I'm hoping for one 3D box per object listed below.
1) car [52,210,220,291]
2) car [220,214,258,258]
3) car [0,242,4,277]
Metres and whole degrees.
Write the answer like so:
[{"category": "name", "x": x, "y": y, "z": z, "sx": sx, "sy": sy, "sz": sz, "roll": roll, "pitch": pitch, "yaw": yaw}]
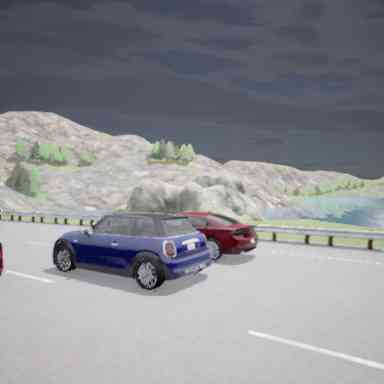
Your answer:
[{"category": "car", "x": -1.794, "y": 1.336, "z": 9.228, "sx": 4.553, "sy": 1.767, "sz": 2.097, "roll": 0, "pitch": 0, "yaw": 33}, {"category": "car", "x": -0.067, "y": 1.459, "z": 12.293, "sx": 5.008, "sy": 1.535, "sz": 1.882, "roll": 0, "pitch": 0, "yaw": 33}, {"category": "car", "x": -6.713, "y": 1.456, "z": 8.237, "sx": 5.008, "sy": 1.535, "sz": 1.882, "roll": 0, "pitch": 0, "yaw": 32}]
